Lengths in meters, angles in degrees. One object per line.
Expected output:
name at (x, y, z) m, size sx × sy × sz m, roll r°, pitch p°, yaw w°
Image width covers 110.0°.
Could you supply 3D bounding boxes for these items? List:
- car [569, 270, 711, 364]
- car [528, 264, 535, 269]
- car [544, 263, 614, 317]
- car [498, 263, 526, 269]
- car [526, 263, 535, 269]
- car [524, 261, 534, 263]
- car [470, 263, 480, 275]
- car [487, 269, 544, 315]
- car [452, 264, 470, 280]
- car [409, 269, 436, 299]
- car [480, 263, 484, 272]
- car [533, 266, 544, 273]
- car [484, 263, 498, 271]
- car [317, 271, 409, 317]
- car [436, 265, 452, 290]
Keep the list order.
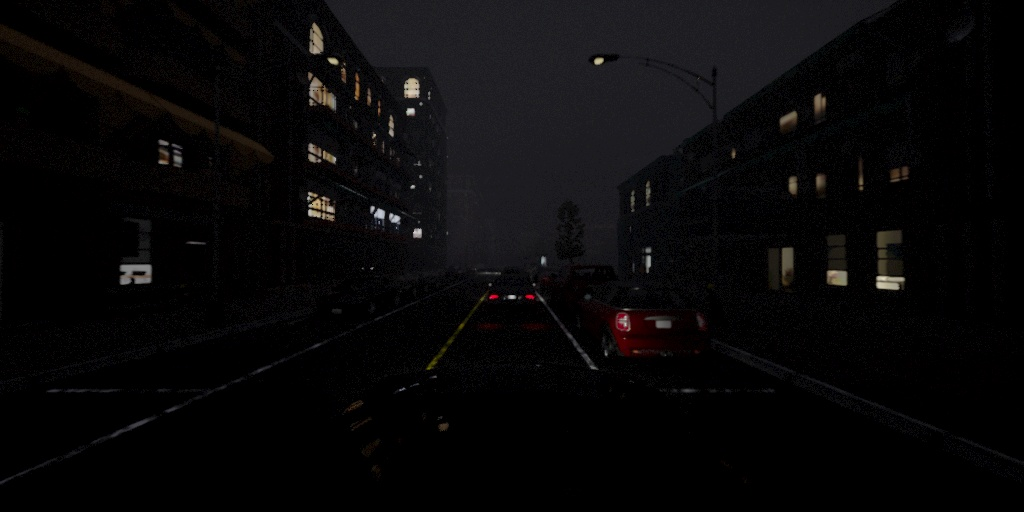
car at (2.688, 1.260, 8.289) m, size 1.967 × 1.591 × 4.097 m, roll 0°, pitch 0°, yaw 0°
car at (2.680, 1.633, 30.443) m, size 1.948 × 1.339 × 4.313 m, roll 0°, pitch 0°, yaw 0°
car at (2.686, 1.194, 13.829) m, size 2.192 × 1.841 × 5.009 m, roll 0°, pitch 0°, yaw 0°
car at (0.009, 1.573, 30.336) m, size 1.837 × 1.490 × 4.892 m, roll 0°, pitch 0°, yaw 0°
car at (2.678, 1.684, 35.980) m, size 2.007 × 1.370 × 4.403 m, roll 0°, pitch 0°, yaw 0°
car at (2.672, 1.859, 52.768) m, size 1.751 × 1.417 × 4.829 m, roll 0°, pitch 0°, yaw 0°
car at (-5.707, 1.707, 47.056) m, size 1.967 × 1.591 × 4.097 m, roll 0°, pitch 0°, yaw 0°
car at (0.003, 1.433, 14.352) m, size 2.033 × 1.411 × 5.357 m, roll 0°, pitch -1°, yaw 0°
car at (-5.703, 1.574, 35.978) m, size 1.967 × 1.591 × 4.097 m, roll 0°, pitch 0°, yaw 0°
car at (-5.697, 1.490, 19.363) m, size 2.007 × 1.370 × 4.403 m, roll 0°, pitch 0°, yaw 0°
car at (-5.714, 1.992, 63.505) m, size 1.751 × 1.417 × 4.829 m, roll 0°, pitch 0°, yaw 0°
car at (2.682, 1.584, 24.904) m, size 1.802 × 1.307 × 4.207 m, roll 0°, pitch 0°, yaw 0°
car at (-3.093, 1.907, 58.335) m, size 1.837 × 1.490 × 4.892 m, roll 0°, pitch 0°, yaw 0°
car at (-5.695, 1.445, 13.826) m, size 1.948 × 1.339 × 4.313 m, roll 0°, pitch 0°, yaw 0°
car at (-5.699, 1.553, 24.901) m, size 2.007 × 1.370 × 4.403 m, roll 0°, pitch 0°, yaw 0°
